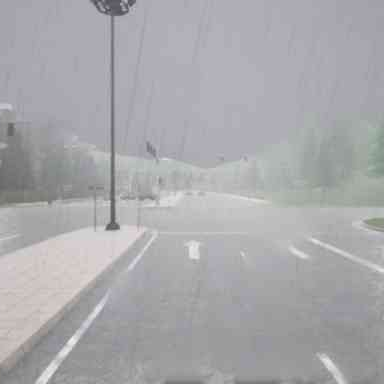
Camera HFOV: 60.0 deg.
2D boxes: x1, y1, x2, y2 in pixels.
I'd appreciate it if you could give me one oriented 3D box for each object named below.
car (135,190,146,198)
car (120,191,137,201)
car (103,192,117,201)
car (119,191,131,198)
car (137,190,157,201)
[{"bbox_3d":[-11.961,0.525,77.385,2.097,1.767,4.553,0,1,-1],"label":"car"},{"bbox_3d":[-11.748,0.686,62.125,2.097,1.767,4.553,0,1,0],"label":"car"},{"bbox_3d":[-15.245,0.829,61.996,2.128,1.511,4.902,0,1,0],"label":"car"},{"bbox_3d":[-15.458,0.651,77.164,1.882,1.535,5.008,0,1,-1],"label":"car"},{"bbox_3d":[-8.251,0.555,62.111,2.150,2.045,5.566,0,1,0],"label":"car"}]
